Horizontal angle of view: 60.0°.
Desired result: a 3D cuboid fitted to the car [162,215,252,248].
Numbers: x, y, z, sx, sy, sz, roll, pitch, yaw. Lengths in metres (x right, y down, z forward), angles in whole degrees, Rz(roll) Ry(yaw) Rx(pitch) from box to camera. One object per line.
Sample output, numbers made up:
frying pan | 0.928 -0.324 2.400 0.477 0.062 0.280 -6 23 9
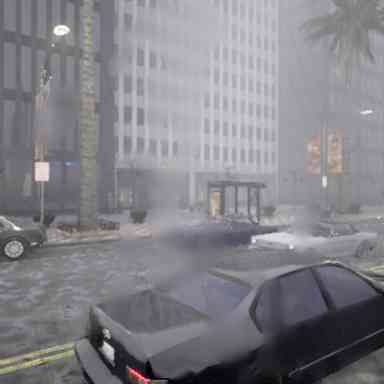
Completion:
car | 1.200 1.621 13.326 4.718 1.301 1.895 0 0 -35

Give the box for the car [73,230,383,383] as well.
car | 1.259 1.556 4.600 5.357 1.411 2.033 0 0 -35

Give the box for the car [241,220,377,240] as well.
car | 4.116 1.625 11.091 4.718 1.301 1.895 0 0 -35

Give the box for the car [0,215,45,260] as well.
car | -7.504 1.479 10.912 4.892 1.521 2.231 0 0 -35
